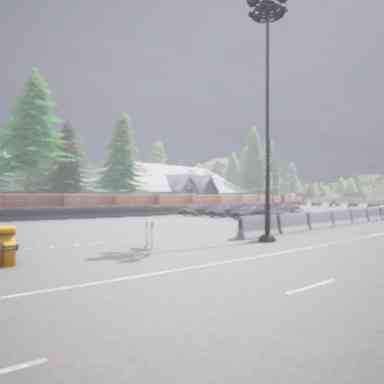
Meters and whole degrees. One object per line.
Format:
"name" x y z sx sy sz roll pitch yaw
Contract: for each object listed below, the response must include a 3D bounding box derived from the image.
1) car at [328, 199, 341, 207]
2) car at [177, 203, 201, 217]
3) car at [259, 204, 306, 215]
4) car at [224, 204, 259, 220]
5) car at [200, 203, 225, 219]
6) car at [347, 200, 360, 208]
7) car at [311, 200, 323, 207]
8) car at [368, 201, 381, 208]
"car" 28.740 2.268 66.932 1.837 1.490 4.892 0 -1 31
"car" 0.882 1.963 36.790 5.357 1.411 2.033 1 -1 -44
"car" 8.316 1.864 29.433 4.892 1.490 1.837 1 -1 -44
"car" 5.829 1.925 31.844 5.357 1.411 2.033 1 -1 -44
"car" 3.707 1.949 34.662 5.357 1.411 2.033 1 -1 -45
"car" 31.216 2.276 64.218 1.837 1.490 4.892 0 -1 31
"car" 26.336 2.337 69.777 1.812 1.442 4.674 0 -1 31
"car" 34.275 2.316 62.516 1.994 1.385 4.181 0 -1 31
